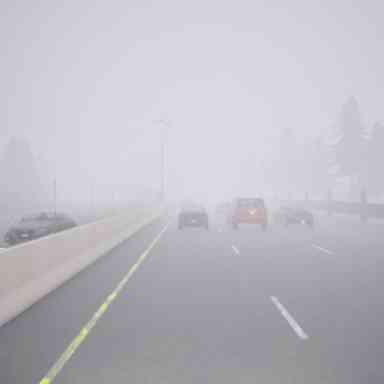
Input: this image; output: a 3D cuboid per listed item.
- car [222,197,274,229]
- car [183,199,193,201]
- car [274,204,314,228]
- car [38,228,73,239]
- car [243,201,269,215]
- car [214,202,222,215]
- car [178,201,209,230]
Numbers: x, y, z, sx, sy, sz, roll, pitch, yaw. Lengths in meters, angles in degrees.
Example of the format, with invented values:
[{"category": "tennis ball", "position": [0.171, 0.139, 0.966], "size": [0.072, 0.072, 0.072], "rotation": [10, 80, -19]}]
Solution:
[{"category": "car", "position": [3.596, 1.343, 22.502], "size": [2.150, 2.045, 5.566], "rotation": [0, 0, 0]}, {"category": "car", "position": [-0.583, 1.804, 50.526], "size": [1.812, 1.442, 4.674], "rotation": [0, 0, -6]}, {"category": "car", "position": [7.021, 1.627, 23.433], "size": [1.837, 1.490, 4.892], "rotation": [0, 0, 0]}, {"category": "car", "position": [-7.071, 1.662, 16.080], "size": [1.994, 1.385, 4.181], "rotation": [0, 0, 0]}, {"category": "car", "position": [7.006, 1.759, 36.860], "size": [1.994, 1.385, 4.181], "rotation": [0, 0, 0]}, {"category": "car", "position": [3.512, 1.761, 36.512], "size": [1.994, 1.385, 4.181], "rotation": [0, 0, 0]}, {"category": "car", "position": [0.095, 1.601, 22.289], "size": [1.882, 1.535, 5.008], "rotation": [0, 0, 0]}]
